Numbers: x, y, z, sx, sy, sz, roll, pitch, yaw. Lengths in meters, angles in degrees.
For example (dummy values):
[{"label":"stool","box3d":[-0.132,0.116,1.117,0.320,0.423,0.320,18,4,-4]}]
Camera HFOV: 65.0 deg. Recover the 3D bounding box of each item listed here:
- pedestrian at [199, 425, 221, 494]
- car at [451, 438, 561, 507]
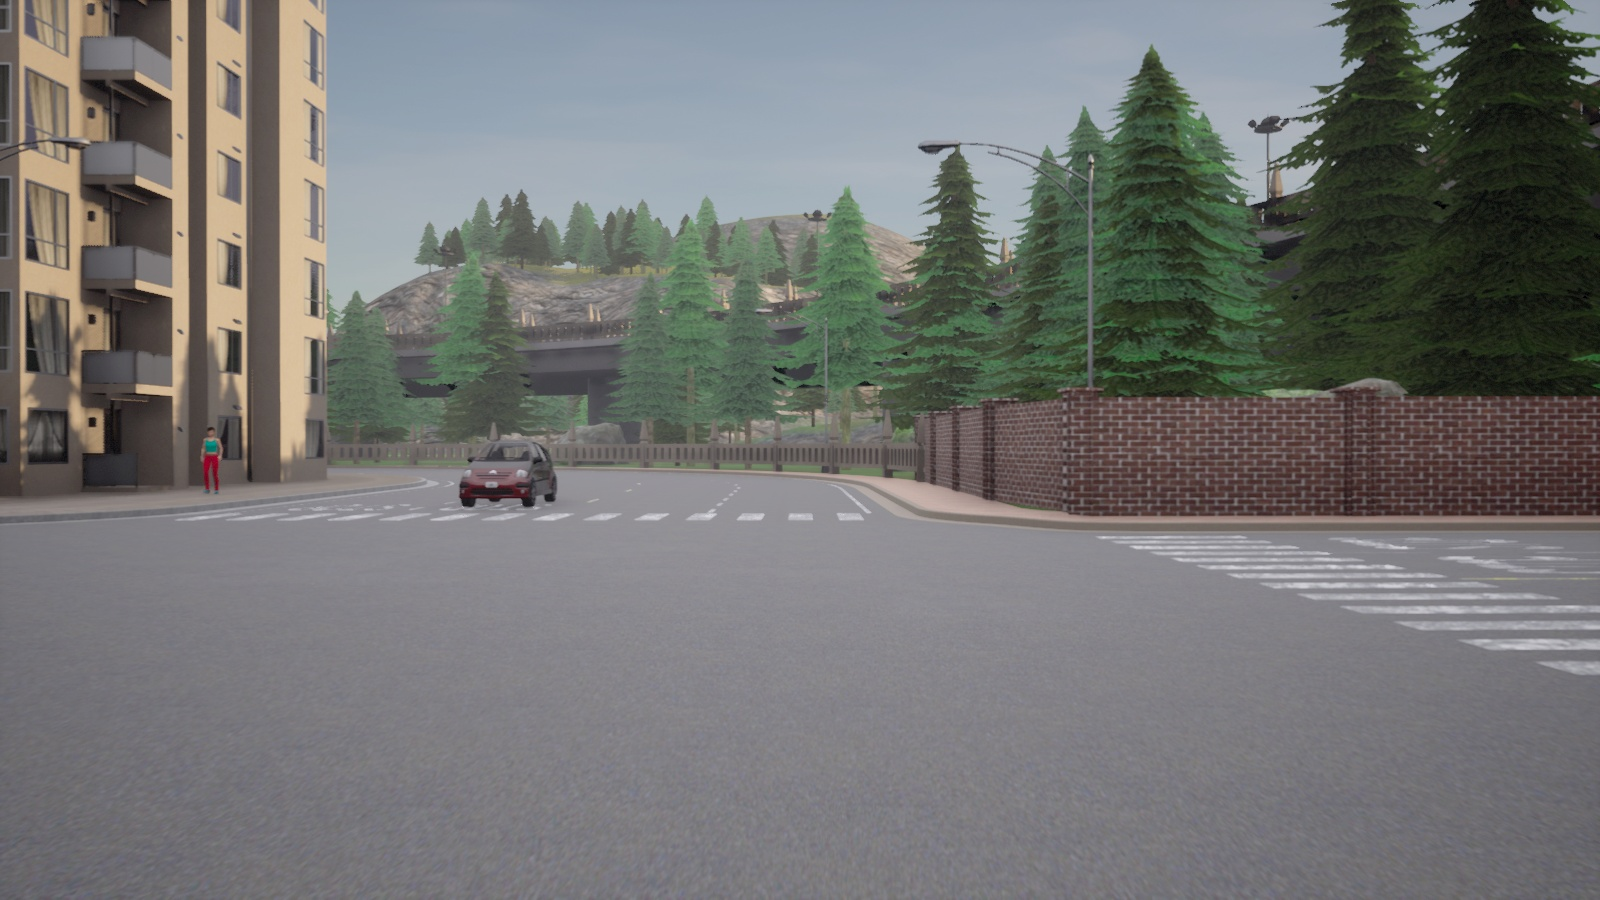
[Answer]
[{"label":"pedestrian","box3d":[-15.928,0.248,33.900,0.345,1.836,0.594,0,0,-6]},{"label":"car","box3d":[-7.277,0.510,31.472,1.851,1.617,3.988,0,0,0]}]
